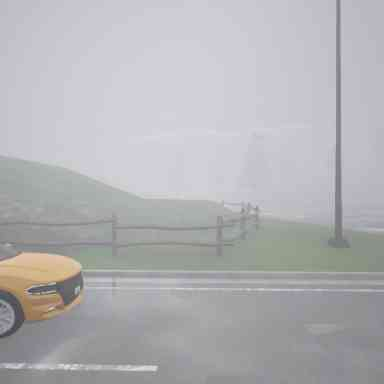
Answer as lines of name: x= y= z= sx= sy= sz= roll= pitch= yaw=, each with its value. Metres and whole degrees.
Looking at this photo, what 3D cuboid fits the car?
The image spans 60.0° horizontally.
car: x=-4.539 y=1.478 z=6.035 sx=5.008 sy=1.535 sz=1.882 roll=0 pitch=0 yaw=2
